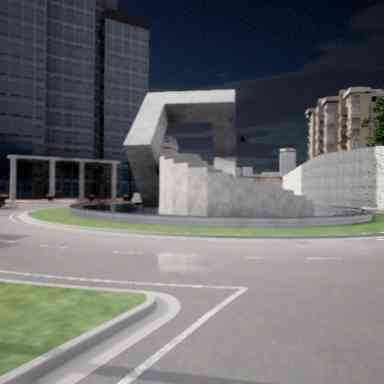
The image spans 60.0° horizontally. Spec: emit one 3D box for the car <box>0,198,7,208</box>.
[{"bbox_3d":[-20.860,1.001,33.303,2.033,1.411,5.357,1,0,2],"label":"car"}]
